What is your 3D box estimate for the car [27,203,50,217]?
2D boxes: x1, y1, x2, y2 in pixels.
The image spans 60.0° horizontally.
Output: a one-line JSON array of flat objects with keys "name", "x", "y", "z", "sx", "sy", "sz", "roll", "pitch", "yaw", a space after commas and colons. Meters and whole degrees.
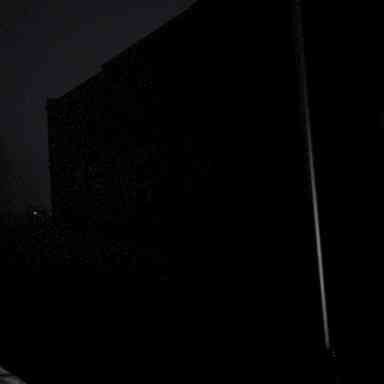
[{"name": "car", "x": -17.446, "y": 1.991, "z": 37.865, "sx": 1.837, "sy": 1.490, "sz": 4.892, "roll": -2, "pitch": 0, "yaw": -16}]
